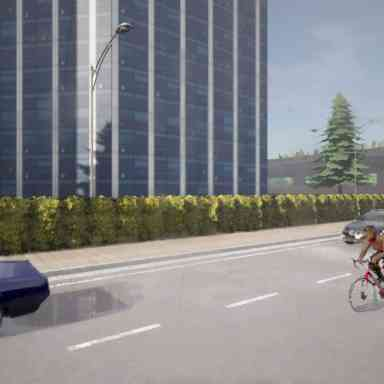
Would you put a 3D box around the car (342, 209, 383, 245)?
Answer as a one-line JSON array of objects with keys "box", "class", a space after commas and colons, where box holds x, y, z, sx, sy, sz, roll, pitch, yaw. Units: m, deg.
[{"box": [8.388, 1.506, 14.276, 4.892, 1.490, 1.837, 1, 0, -35], "class": "car"}]

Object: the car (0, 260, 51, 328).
[{"box": [-4.770, 1.601, 4.875, 4.718, 1.301, 1.895, 0, 0, -36], "class": "car"}]

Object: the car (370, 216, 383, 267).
[{"box": [7.143, 1.478, 9.096, 5.008, 1.535, 1.882, 0, 0, -35], "class": "car"}]

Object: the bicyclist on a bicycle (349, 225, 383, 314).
[{"box": [3.603, 1.455, 6.396, 1.656, 1.620, 0.582, -2, -3, -22], "class": "bicyclist on a bicycle"}]
